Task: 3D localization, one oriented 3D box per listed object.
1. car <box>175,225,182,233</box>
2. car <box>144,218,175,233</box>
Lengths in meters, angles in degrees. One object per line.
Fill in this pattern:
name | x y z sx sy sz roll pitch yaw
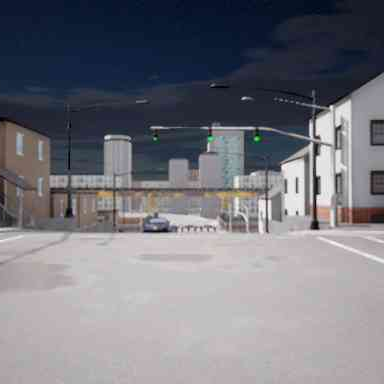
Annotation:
car | -2.484 4.564 37.162 1.994 1.385 4.181 0 -13 1
car | -2.693 2.828 27.267 1.812 1.442 4.674 0 -9 2
